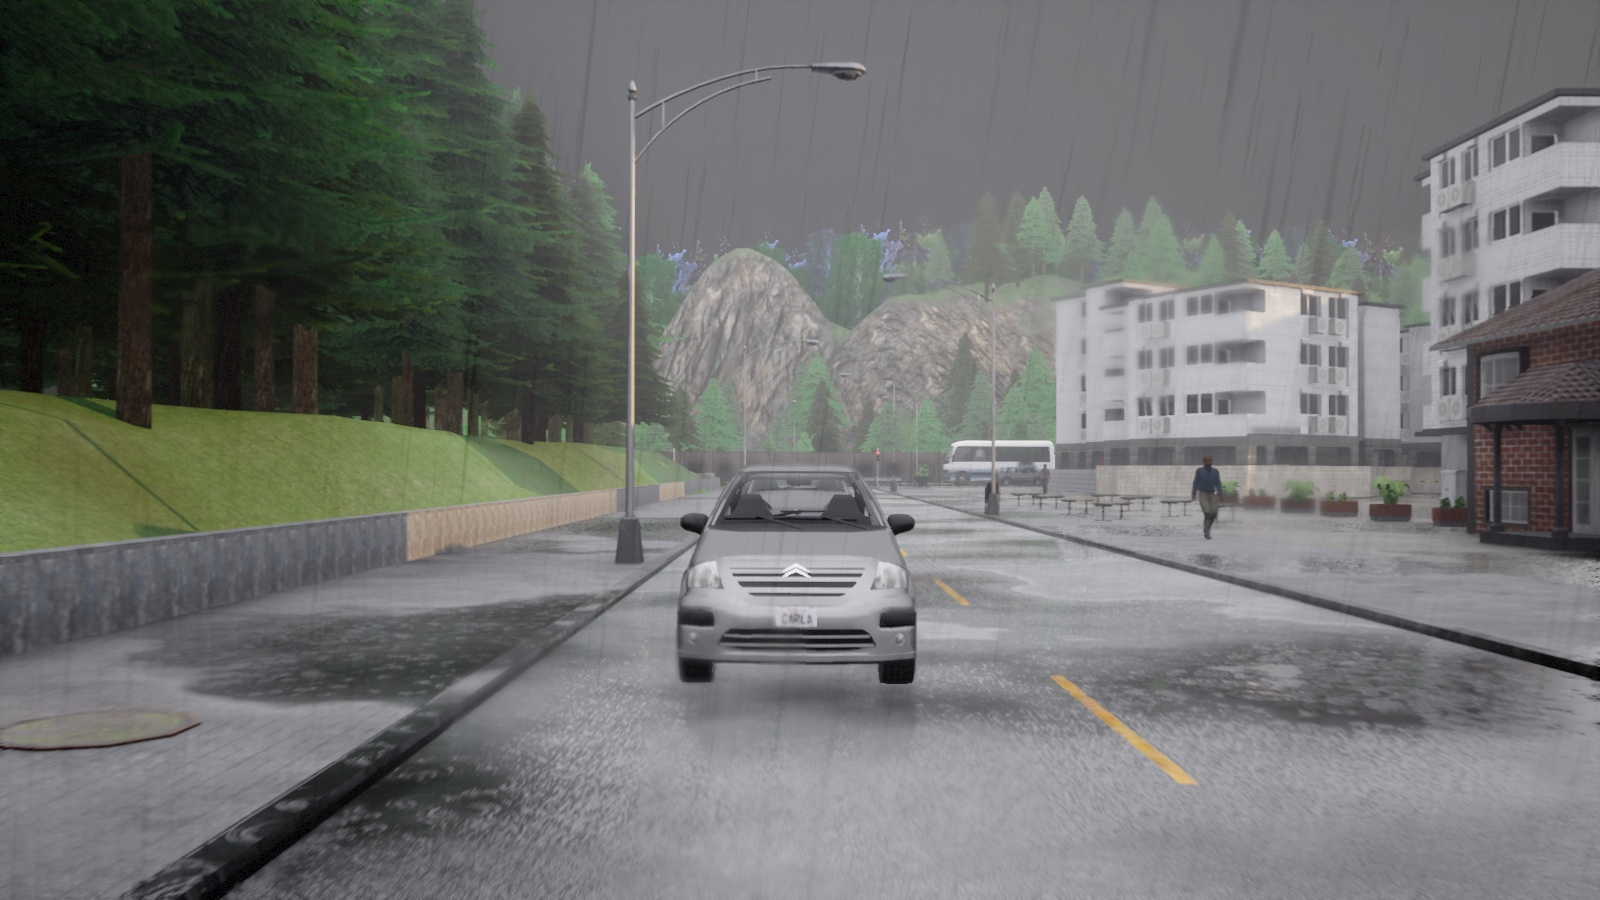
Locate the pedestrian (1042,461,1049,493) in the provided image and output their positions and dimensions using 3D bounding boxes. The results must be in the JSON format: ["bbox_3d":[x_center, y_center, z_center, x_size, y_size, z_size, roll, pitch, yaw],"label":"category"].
[{"bbox_3d":[14.070,1.549,72.072,0.328,1.805,0.869,0,-1,9],"label":"pedestrian"}]

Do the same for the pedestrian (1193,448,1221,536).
[{"bbox_3d":[8.574,0.884,26.487,0.370,1.835,0.726,0,-1,3],"label":"pedestrian"}]

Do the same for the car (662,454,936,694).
[{"bbox_3d":[-0.012,0.868,10.499,1.851,1.617,3.988,0,-1,0],"label":"car"}]
